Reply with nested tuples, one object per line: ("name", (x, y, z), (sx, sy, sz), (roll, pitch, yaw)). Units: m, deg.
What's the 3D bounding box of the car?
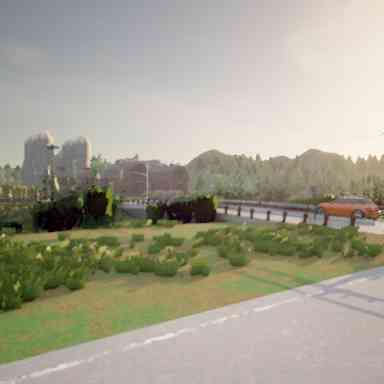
("car", (11.746, 1.162, 25.446), (2.097, 1.767, 4.553), (0, 2, -32))
